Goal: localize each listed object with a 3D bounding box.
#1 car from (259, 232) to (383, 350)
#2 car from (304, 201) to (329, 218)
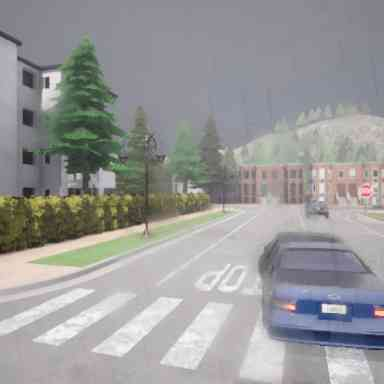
[{"bbox_3d":[2.361,1.535,6.701,2.033,1.411,5.357,0,0,13],"label":"car"},{"bbox_3d":[11.245,1.516,30.063,2.033,1.411,5.357,0,0,17],"label":"car"}]
